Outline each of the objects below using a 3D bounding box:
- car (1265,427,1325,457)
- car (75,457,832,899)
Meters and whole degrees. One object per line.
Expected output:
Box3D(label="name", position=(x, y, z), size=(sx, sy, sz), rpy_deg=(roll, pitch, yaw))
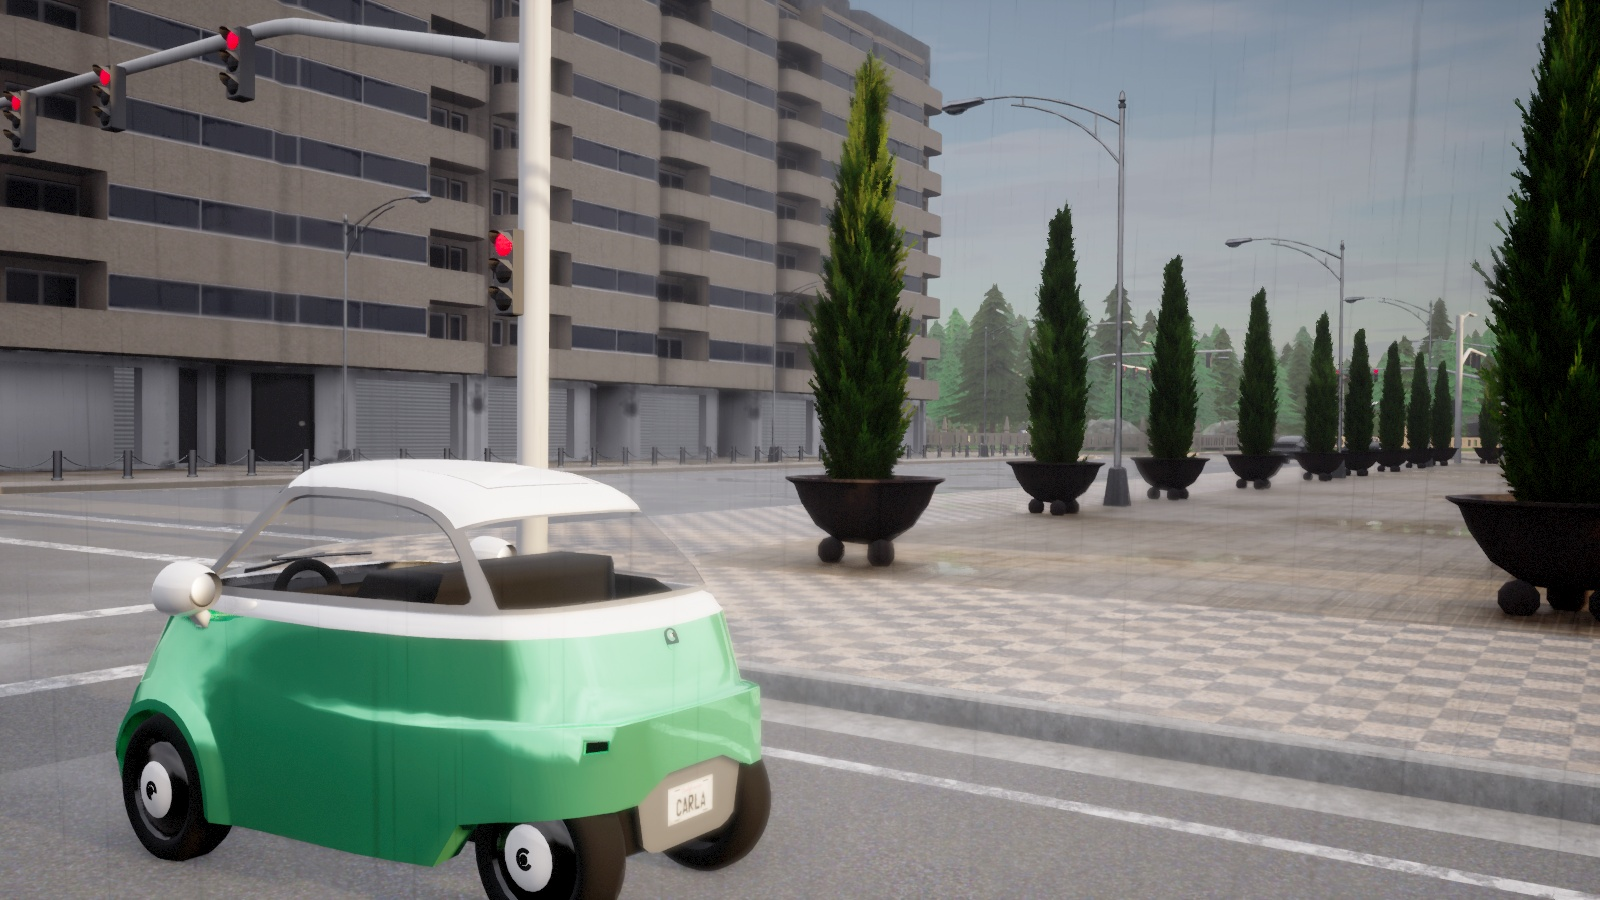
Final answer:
Box3D(label="car", position=(25.735, -0.442, 65.164), size=(1.837, 1.490, 4.892), rpy_deg=(0, 1, 34))
Box3D(label="car", position=(-1.218, 0.737, 4.433), size=(2.207, 1.376, 1.481), rpy_deg=(0, 1, 34))
